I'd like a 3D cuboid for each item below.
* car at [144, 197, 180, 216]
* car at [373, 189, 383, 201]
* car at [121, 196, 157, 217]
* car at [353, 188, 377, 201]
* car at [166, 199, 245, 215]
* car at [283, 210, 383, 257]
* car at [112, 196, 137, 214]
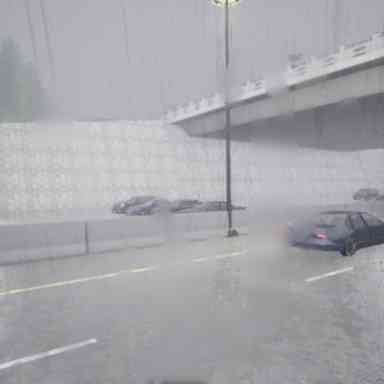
[{"bbox_3d":[-0.775,1.303,25.031,4.892,1.490,1.837,-1,1,-36],"label":"car"},{"bbox_3d":[31.128,0.640,52.327,5.008,1.535,1.882,-1,1,-35],"label":"car"},{"bbox_3d":[-3.094,1.330,27.673,4.674,1.442,1.812,-1,1,-36],"label":"car"},{"bbox_3d":[28.887,0.390,55.016,5.566,2.045,2.150,-1,1,-35],"label":"car"},{"bbox_3d":[1.273,1.343,22.194,5.357,1.411,2.033,-1,1,-36],"label":"car"},{"bbox_3d":[5.632,1.375,12.142,5.357,1.411,2.033,-1,1,-36],"label":"car"},{"bbox_3d":[-5.018,1.156,30.600,4.553,1.767,2.097,-1,1,-36],"label":"car"}]
